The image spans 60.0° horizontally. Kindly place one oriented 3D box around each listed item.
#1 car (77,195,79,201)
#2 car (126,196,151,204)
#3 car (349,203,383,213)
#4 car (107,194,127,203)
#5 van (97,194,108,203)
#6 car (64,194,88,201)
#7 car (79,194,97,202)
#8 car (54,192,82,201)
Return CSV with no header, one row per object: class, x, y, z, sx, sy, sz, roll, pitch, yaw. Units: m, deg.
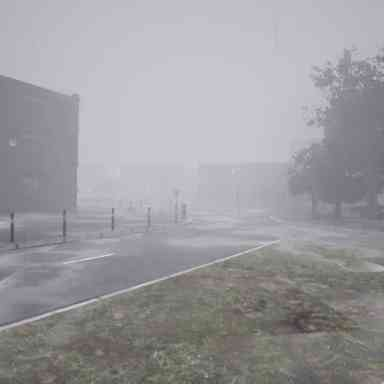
car,-24.348,1.390,74.987,2.097,1.535,5.008,2,0,31
car,-10.111,1.764,66.296,2.163,1.488,4.792,1,-1,31
car,25.610,2.368,48.571,5.008,1.535,1.882,1,-1,2
car,-14.718,1.514,69.174,2.185,1.767,4.553,1,-1,31
van,-17.276,1.353,70.560,1.878,1.987,4.442,1,-1,31
car,-26.609,1.329,76.377,2.231,1.521,4.892,2,0,31
car,-21.845,1.333,73.510,2.185,1.767,4.553,2,0,31
car,-28.961,1.011,77.842,2.435,2.045,5.566,2,0,31
